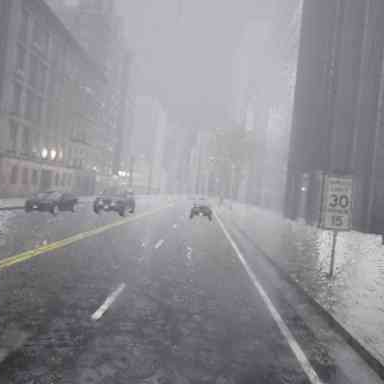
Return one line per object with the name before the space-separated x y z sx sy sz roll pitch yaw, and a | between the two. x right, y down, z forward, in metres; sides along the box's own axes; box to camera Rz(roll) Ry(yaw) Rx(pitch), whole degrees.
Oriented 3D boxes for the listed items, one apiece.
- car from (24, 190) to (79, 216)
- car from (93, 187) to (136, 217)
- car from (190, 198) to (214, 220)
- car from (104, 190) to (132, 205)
car | -9.197 0.621 22.206 1.882 1.535 5.008 5 0 2
car | -5.817 0.692 25.765 2.150 2.045 5.566 5 0 2
car | 0.875 1.634 30.576 1.837 1.490 4.892 5 0 2
car | -8.551 0.627 39.058 1.882 1.535 5.008 5 0 2
